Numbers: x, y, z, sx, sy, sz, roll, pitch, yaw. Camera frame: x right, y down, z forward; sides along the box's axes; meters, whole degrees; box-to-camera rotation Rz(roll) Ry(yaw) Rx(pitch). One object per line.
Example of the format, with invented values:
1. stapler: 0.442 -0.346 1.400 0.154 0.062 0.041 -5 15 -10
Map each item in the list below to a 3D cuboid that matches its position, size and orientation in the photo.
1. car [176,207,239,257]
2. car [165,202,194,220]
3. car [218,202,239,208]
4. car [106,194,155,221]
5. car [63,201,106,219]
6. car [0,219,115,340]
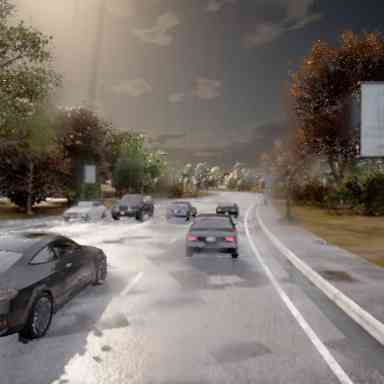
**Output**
1. car: 0.834 1.534 12.929 2.033 1.411 5.357 0 0 5
2. car: -0.819 1.510 27.189 2.033 1.411 5.357 0 0 9
3. car: 3.328 1.569 30.636 1.895 1.301 4.718 0 0 10
4. car: -4.610 1.173 26.900 2.150 2.045 5.566 0 0 9
5. car: -8.261 1.467 26.100 1.812 1.442 4.674 0 0 9
6. car: -3.112 1.510 6.407 1.812 1.442 4.674 0 0 3
